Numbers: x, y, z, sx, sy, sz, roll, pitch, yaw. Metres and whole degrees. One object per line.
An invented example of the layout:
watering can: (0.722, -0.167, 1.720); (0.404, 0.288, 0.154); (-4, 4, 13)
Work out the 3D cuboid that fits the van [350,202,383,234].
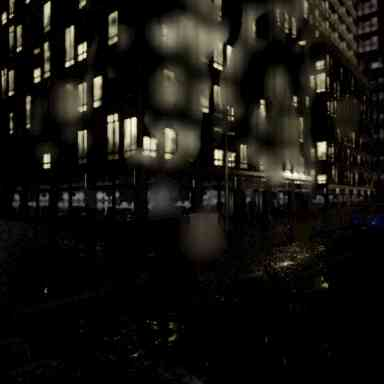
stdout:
van: (11.193, 1.548, 20.669); (1.690, 1.788, 3.998); (-1, -1, 41)
